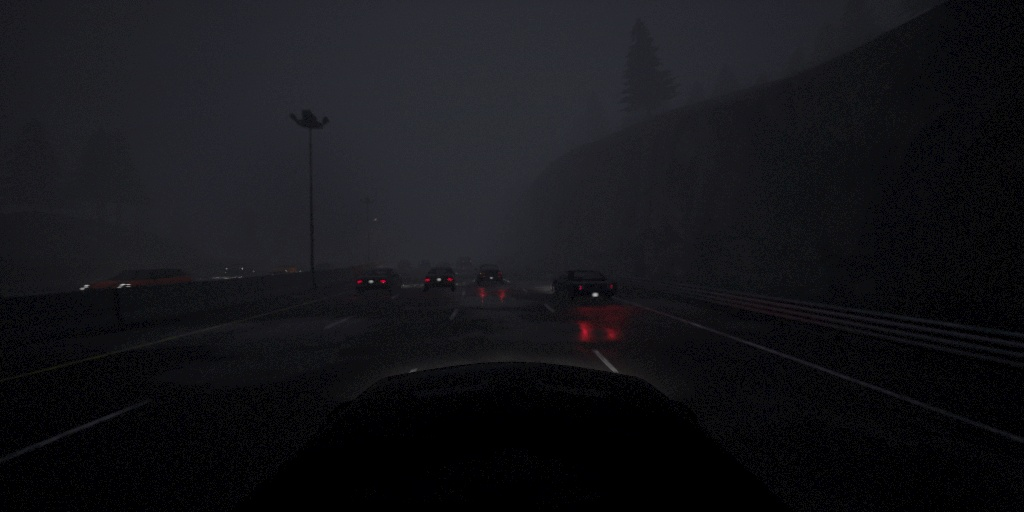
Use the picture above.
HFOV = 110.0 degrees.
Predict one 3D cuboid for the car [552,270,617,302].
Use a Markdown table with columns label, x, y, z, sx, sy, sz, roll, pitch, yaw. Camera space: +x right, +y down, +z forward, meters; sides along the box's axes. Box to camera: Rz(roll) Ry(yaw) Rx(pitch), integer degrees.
| label | x | y | z | sx | sy | sz | roll | pitch | yaw |
| --- | --- | --- | --- | --- | --- | --- | --- | --- | --- |
| car | 3.188 | 1.304 | 16.851 | 1.895 | 1.301 | 4.718 | -1 | 0 | -6 |

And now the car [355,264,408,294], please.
| label | x | y | z | sx | sy | sz | roll | pitch | yaw |
| --- | --- | --- | --- | --- | --- | --- | --- | --- | --- |
| car | -7.845 | 1.426 | 21.496 | 2.033 | 1.411 | 5.357 | -1 | 0 | -8 |

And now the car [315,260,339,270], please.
| label | x | y | z | sx | sy | sz | roll | pitch | yaw |
| --- | --- | --- | --- | --- | --- | --- | --- | --- | --- |
| car | -24.876 | 1.652 | 47.788 | 1.837 | 1.490 | 4.892 | -1 | 2 | -18 |

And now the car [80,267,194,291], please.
| label | x | y | z | sx | sy | sz | roll | pitch | yaw |
| --- | --- | --- | --- | --- | --- | --- | --- | --- | --- |
| car | -18.486 | 1.398 | 17.937 | 2.097 | 1.767 | 4.553 | -1 | 0 | -7 |

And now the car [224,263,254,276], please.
| label | x | y | z | sx | sy | sz | roll | pitch | yaw |
| --- | --- | --- | --- | --- | --- | --- | --- | --- | --- |
| car | -35.674 | 1.682 | 46.990 | 2.097 | 1.767 | 4.553 | -1 | -1 | -19 |

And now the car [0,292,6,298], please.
| label | x | y | z | sx | sy | sz | roll | pitch | yaw |
| --- | --- | --- | --- | --- | --- | --- | --- | --- | --- |
| car | -21.386 | 1.616 | 12.549 | 1.812 | 1.442 | 4.674 | -1 | 0 | -3 |

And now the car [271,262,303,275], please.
| label | x | y | z | sx | sy | sz | roll | pitch | yaw |
| --- | --- | --- | --- | --- | --- | --- | --- | --- | --- |
| car | -26.883 | 1.662 | 42.559 | 1.882 | 1.535 | 5.008 | -1 | 0 | -16 |

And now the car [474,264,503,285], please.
| label | x | y | z | sx | sy | sz | roll | pitch | yaw |
| --- | --- | --- | --- | --- | --- | --- | --- | --- | --- |
| car | -1.759 | 1.309 | 26.631 | 1.812 | 1.442 | 4.674 | -1 | 0 | -9 |

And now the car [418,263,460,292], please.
| label | x | y | z | sx | sy | sz | roll | pitch | yaw |
| --- | --- | --- | --- | --- | --- | --- | --- | --- | --- |
| car | -4.405 | 1.372 | 22.264 | 2.033 | 1.411 | 5.357 | -1 | 0 | -9 |
